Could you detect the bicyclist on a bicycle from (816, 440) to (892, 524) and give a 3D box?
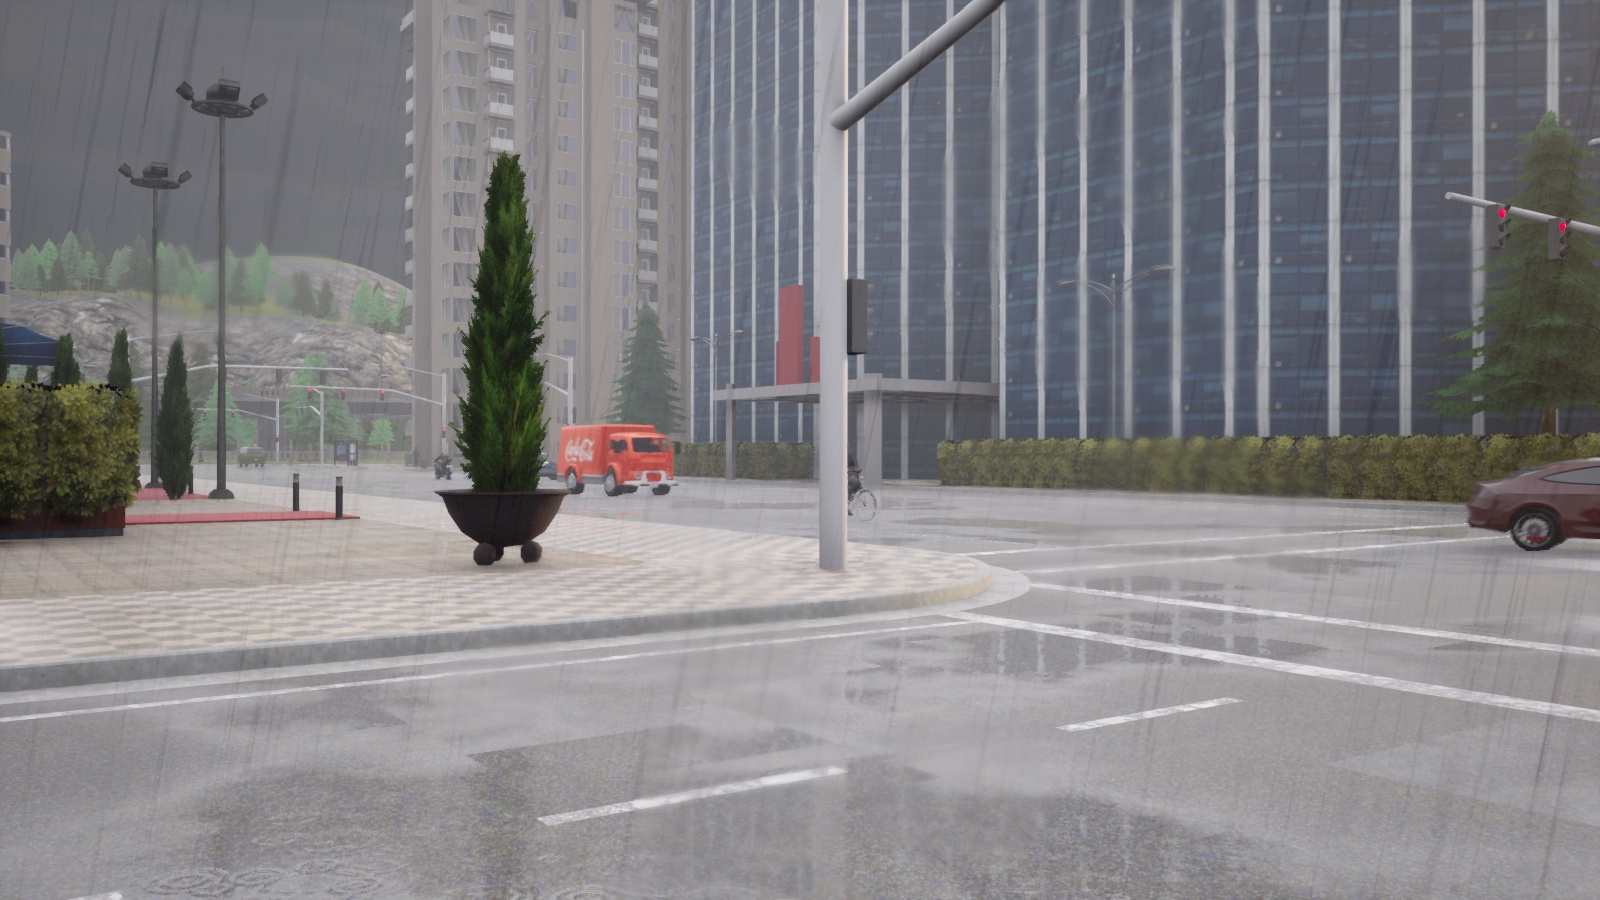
[{"bbox_3d":[1.150,0.680,27.368,0.659,1.776,1.843,0,0,-35],"label":"bicyclist on a bicycle"}]

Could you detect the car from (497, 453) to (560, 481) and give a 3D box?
[{"bbox_3d":[-14.735,0.908,68.065,1.970,1.475,3.806,0,0,-35],"label":"car"}]

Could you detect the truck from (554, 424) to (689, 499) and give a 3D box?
[{"bbox_3d":[-6.335,0.379,44.035,2.627,2.467,5.204,0,0,-35],"label":"truck"}]

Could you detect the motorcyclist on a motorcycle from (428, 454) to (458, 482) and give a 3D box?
[{"bbox_3d":[-19.588,0.990,68.870,0.866,1.530,2.191,0,0,-35],"label":"motorcyclist on a motorcycle"}]

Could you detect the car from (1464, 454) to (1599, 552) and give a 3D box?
[{"bbox_3d":[12.874,0.790,19.113,4.674,1.442,1.812,0,0,37],"label":"car"}]
